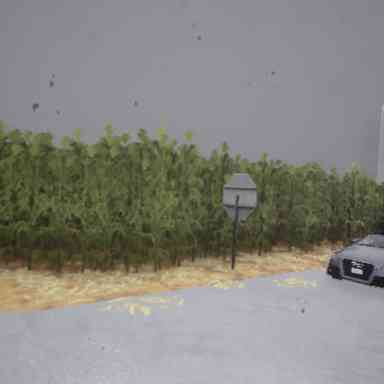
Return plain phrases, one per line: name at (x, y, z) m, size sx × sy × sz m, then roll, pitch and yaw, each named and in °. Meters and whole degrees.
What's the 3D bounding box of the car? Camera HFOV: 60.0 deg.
car at (5.770, 1.923, 9.656) m, size 4.181 × 1.385 × 1.994 m, roll 4°, pitch 0°, yaw -38°
